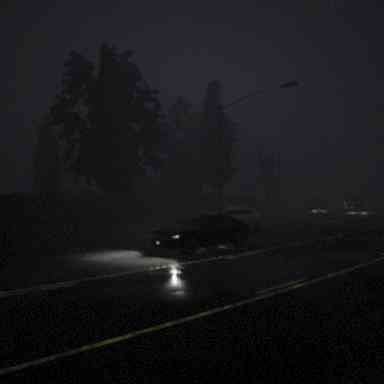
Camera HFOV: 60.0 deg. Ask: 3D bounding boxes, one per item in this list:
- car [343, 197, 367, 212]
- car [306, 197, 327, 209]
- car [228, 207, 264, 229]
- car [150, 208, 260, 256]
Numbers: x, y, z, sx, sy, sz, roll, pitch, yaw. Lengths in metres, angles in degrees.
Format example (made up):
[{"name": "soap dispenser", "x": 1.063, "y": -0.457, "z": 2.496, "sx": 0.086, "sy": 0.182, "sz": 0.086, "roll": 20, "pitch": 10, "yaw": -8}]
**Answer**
[{"name": "car", "x": 23.581, "y": 1.736, "z": 48.281, "sx": 2.150, "sy": 2.045, "sz": 5.566, "roll": 0, "pitch": -1, "yaw": 13}, {"name": "car", "x": 21.302, "y": 1.913, "z": 57.362, "sx": 2.150, "sy": 2.045, "sz": 5.566, "roll": -1, "pitch": -1, "yaw": 3}, {"name": "car", "x": 2.576, "y": 1.654, "z": 20.283, "sx": 4.674, "sy": 1.442, "sz": 1.812, "roll": 1, "pitch": -1, "yaw": -45}, {"name": "car", "x": 0.509, "y": 1.586, "z": 13.641, "sx": 4.674, "sy": 1.442, "sz": 1.812, "roll": 1, "pitch": -1, "yaw": -41}]
